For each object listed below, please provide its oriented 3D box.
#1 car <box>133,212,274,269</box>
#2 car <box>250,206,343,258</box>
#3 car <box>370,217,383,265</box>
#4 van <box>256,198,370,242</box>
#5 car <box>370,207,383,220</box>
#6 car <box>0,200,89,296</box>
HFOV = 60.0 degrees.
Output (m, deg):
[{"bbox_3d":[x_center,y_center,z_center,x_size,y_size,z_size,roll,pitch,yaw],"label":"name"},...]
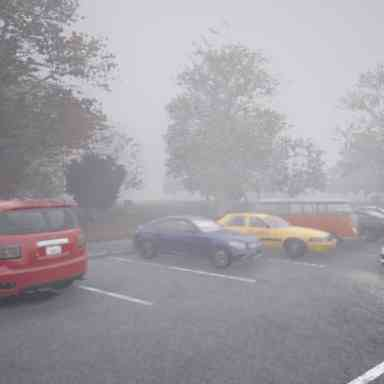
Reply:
[{"bbox_3d":[0.053,1.526,11.215,4.674,1.452,2.002,-1,-1,35],"label":"car"},{"bbox_3d":[2.641,1.483,12.809,5.366,1.575,1.946,-1,-1,35],"label":"car"},{"bbox_3d":[7.599,1.530,10.087,4.674,1.442,1.812,0,0,-35],"label":"car"},{"bbox_3d":[5.026,1.264,14.544,4.442,1.987,1.878,-1,-1,35],"label":"van"},{"bbox_3d":[7.379,1.536,16.286,4.674,1.452,2.002,-1,-1,35],"label":"car"},{"bbox_3d":[-4.825,1.233,7.797,5.566,2.045,2.435,-1,-1,34],"label":"car"}]
